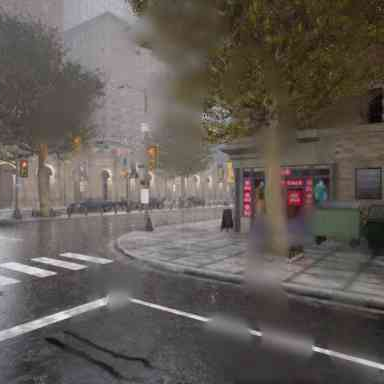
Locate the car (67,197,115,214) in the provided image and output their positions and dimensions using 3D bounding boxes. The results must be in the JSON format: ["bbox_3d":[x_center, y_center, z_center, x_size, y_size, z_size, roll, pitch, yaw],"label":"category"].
[{"bbox_3d":[-10.970,1.352,35.442,2.097,1.767,4.553,0,0,36],"label":"car"}]

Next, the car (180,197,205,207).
[{"bbox_3d":[0.140,1.505,50.800,1.837,1.490,4.892,0,0,36],"label":"car"}]

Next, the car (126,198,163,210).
[{"bbox_3d":[-5.680,1.505,42.760,1.837,1.490,4.892,0,0,36],"label":"car"}]

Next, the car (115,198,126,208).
[{"bbox_3d":[-10.164,1.595,47.912,1.895,1.301,4.718,0,0,36],"label":"car"}]
